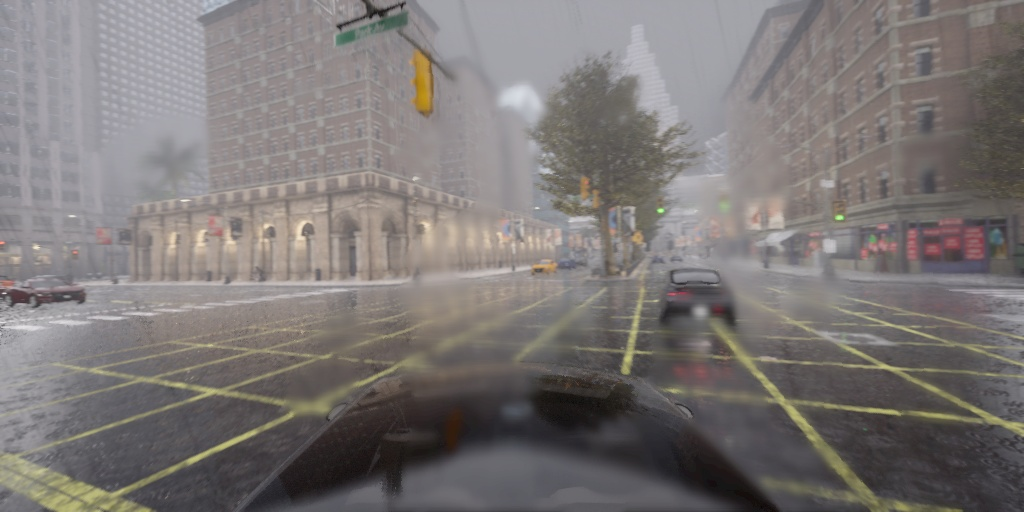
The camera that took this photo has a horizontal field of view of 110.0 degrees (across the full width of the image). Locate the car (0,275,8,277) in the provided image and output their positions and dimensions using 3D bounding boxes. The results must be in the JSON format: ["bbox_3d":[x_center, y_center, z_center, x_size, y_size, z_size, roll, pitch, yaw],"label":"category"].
[{"bbox_3d":[-47.624,2.570,32.682,4.553,1.767,2.097,-2,0,21],"label":"car"}]

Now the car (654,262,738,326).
[{"bbox_3d":[5.483,1.099,11.019,1.837,1.490,4.892,-2,0,21],"label":"car"}]

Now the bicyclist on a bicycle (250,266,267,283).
[{"bbox_3d":[-25.119,1.844,35.539,0.582,1.620,1.656,-2,0,21],"label":"bicyclist on a bicycle"}]

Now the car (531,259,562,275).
[{"bbox_3d":[3.550,1.161,38.332,1.882,1.535,5.008,-2,0,21],"label":"car"}]

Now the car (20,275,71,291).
[{"bbox_3d":[-47.417,2.721,36.475,4.892,1.490,1.837,-2,0,21],"label":"car"}]

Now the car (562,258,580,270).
[{"bbox_3d":[7.282,1.059,47.753,1.882,1.535,5.008,-2,0,21],"label":"car"}]

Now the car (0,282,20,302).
[{"bbox_3d":[-35.662,2.449,24.113,4.718,1.301,1.895,-2,0,21],"label":"car"}]

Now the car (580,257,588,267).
[{"bbox_3d":[11.003,0.985,57.325,1.837,1.490,4.892,-2,0,21],"label":"car"}]

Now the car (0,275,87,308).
[{"bbox_3d":[-26.999,2.062,20.772,5.008,1.535,1.882,-2,0,21],"label":"car"}]
